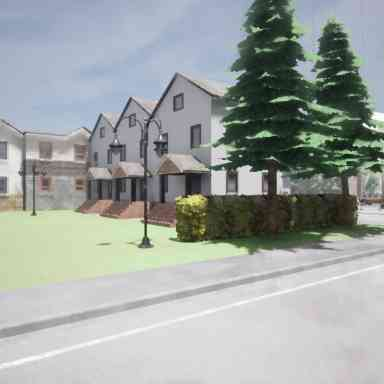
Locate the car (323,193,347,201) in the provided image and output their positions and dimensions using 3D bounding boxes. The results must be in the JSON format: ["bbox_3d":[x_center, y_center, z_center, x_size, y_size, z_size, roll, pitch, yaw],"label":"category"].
[{"bbox_3d":[32.154,1.097,74.745,1.932,1.855,4.605,0,0,-36],"label":"car"}]

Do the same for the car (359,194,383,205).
[{"bbox_3d":[27.287,1.097,49.291,1.932,1.855,4.605,0,0,-36],"label":"car"}]
